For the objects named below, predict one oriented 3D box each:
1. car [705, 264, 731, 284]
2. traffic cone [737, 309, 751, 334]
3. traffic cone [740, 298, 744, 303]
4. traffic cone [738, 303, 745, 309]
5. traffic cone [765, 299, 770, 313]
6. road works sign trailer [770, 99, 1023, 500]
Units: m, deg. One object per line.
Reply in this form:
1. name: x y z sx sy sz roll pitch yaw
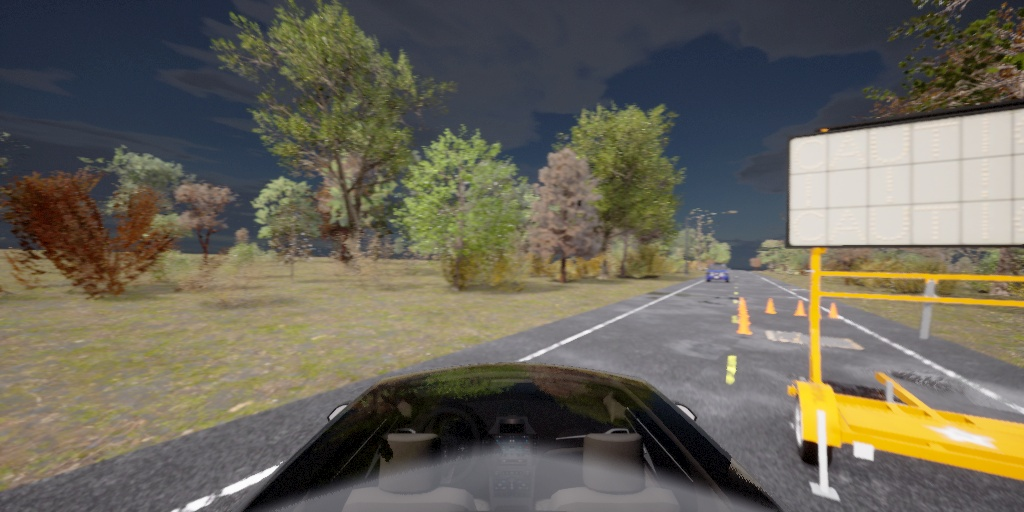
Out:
1. car: 22.967 1.937 40.005 2.150 2.045 5.566 1 -1 32
2. traffic cone: 6.763 1.947 10.464 0.340 0.580 0.340 0 0 32
3. traffic cone: 8.892 2.033 13.849 0.340 0.580 0.340 0 0 32
4. traffic cone: 7.828 1.990 12.156 0.340 0.580 0.340 0 0 32
5. traffic cone: 10.803 2.085 15.009 0.340 0.580 0.340 0 0 32
6. road works sign trailer: 4.302 0.322 3.750 2.380 3.560 2.880 0 0 32
